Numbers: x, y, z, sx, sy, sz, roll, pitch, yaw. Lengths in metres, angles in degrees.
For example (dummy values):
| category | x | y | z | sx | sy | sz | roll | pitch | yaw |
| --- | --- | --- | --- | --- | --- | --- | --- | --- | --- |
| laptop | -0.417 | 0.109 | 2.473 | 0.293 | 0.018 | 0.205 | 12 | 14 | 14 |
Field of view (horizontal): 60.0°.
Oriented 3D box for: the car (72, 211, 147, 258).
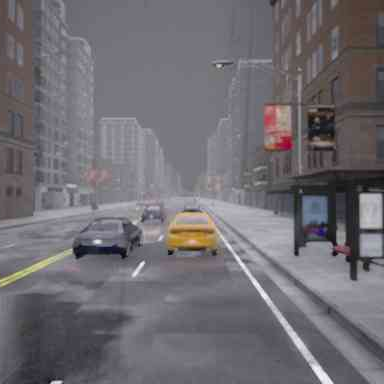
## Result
| category | x | y | z | sx | sy | sz | roll | pitch | yaw |
| --- | --- | --- | --- | --- | --- | --- | --- | --- | --- |
| car | -3.227 | 1.701 | 13.426 | 1.994 | 1.385 | 4.181 | 0 | 0 | 1 |

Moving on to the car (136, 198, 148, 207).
| category | x | y | z | sx | sy | sz | roll | pitch | yaw |
| --- | --- | --- | --- | --- | --- | --- | --- | --- | --- |
| car | -9.766 | 2.029 | 65.703 | 2.097 | 1.767 | 4.553 | 0 | -1 | 0 |

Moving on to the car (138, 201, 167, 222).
| category | x | y | z | sx | sy | sz | roll | pitch | yaw |
| --- | --- | --- | --- | --- | --- | --- | --- | --- | --- |
| car | -3.229 | 1.819 | 28.909 | 1.812 | 1.442 | 4.674 | 0 | 0 | 0 |

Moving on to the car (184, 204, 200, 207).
| category | x | y | z | sx | sy | sz | roll | pitch | yaw |
| --- | --- | --- | --- | --- | --- | --- | --- | --- | --- |
| car | 0.019 | 1.797 | 28.509 | 1.837 | 1.490 | 4.892 | 0 | 0 | 0 |

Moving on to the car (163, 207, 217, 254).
| category | x | y | z | sx | sy | sz | roll | pitch | yaw |
| --- | --- | --- | --- | --- | --- | --- | --- | --- | --- |
| car | 0.028 | 1.622 | 14.251 | 1.882 | 1.535 | 5.008 | 0 | 0 | 0 |
